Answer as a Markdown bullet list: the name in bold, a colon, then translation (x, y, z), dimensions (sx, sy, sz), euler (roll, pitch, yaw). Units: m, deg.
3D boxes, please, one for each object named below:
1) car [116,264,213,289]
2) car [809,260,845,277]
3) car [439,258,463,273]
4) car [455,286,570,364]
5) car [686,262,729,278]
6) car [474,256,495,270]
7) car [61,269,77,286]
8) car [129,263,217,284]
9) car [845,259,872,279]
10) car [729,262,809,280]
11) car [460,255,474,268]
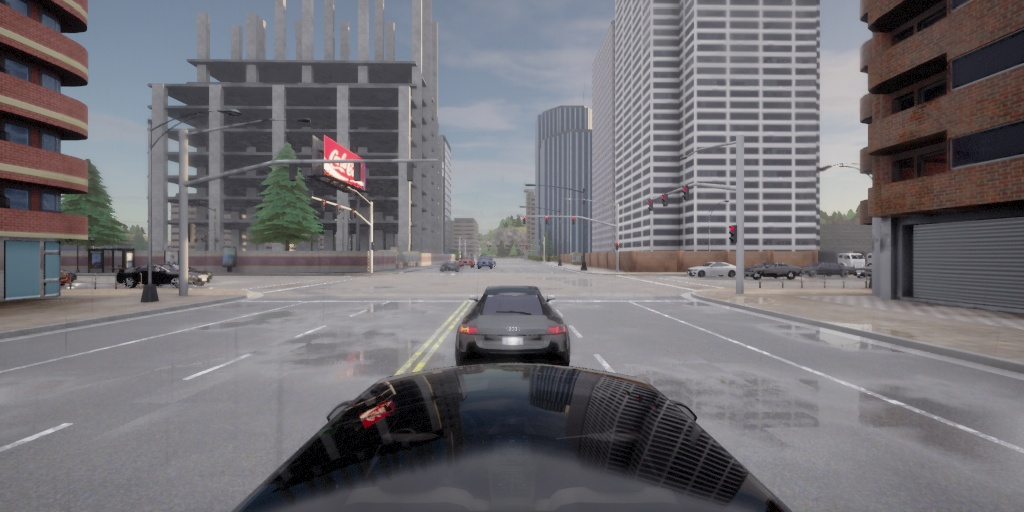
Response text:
- **car**: translation (-22.017, 1.241, 22.763), dimensions (4.902, 1.511, 2.128), euler (0, 0, -1)
- **car**: translation (29.662, 1.297, 34.238), dimensions (5.357, 1.411, 2.033), euler (0, 0, -1)
- **car**: translation (-7.500, 1.314, 43.443), dimensions (1.994, 1.385, 4.181), euler (0, 0, -1)
- **car**: translation (0.009, 1.314, 7.674), dimensions (1.994, 1.385, 4.181), euler (0, 0, 0)
- **car**: translation (19.080, 1.276, 34.066), dimensions (4.674, 1.442, 1.812), euler (0, 0, -1)
- **car**: translation (-4.100, 0.972, 54.506), dimensions (2.150, 2.045, 5.566), euler (0, 0, -1)
- **car**: translation (-31.119, 1.102, 22.631), dimensions (4.553, 1.767, 2.097), euler (0, 0, -1)
- **car**: translation (-24.698, 1.276, 26.246), dimensions (4.674, 1.442, 1.812), euler (0, 0, -1)
- **car**: translation (32.218, 1.241, 30.768), dimensions (4.902, 1.511, 2.128), euler (0, 0, -1)
- **car**: translation (21.845, 1.241, 30.627), dimensions (4.902, 1.511, 2.128), euler (0, 0, -1)
- **car**: translation (-7.650, 0.972, 61.086), dimensions (2.150, 2.045, 5.566), euler (0, 0, 0)
